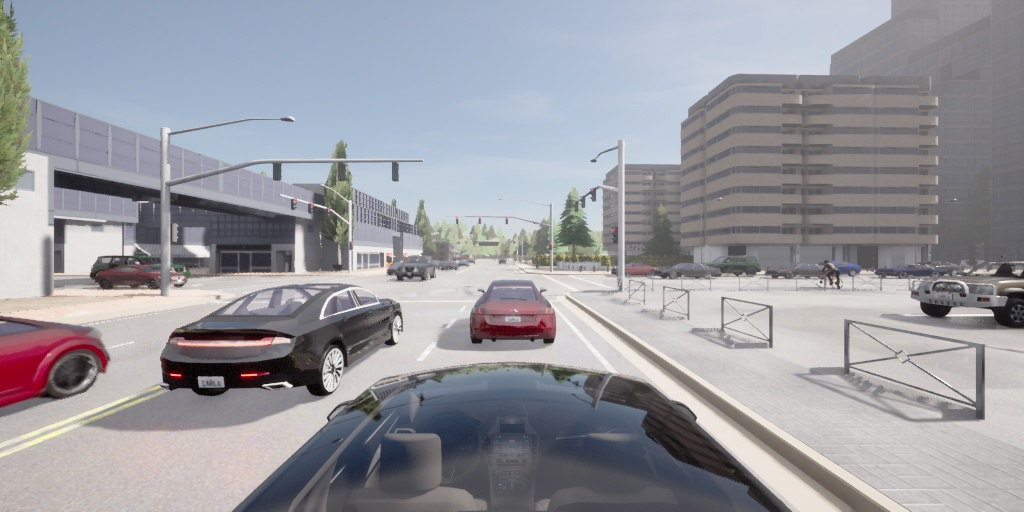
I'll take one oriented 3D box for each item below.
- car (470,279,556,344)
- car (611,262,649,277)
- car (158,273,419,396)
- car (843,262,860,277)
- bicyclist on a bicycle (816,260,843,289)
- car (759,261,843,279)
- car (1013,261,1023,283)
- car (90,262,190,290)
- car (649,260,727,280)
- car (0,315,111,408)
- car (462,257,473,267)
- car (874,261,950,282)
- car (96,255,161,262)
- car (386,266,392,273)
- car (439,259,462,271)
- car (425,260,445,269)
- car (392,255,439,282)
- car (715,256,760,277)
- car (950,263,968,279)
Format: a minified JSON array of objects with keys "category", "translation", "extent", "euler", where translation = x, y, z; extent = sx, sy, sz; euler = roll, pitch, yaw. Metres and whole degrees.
[{"category":"car","translation":[0.010,1.314,9.623],"extent":[1.994,1.385,4.181],"euler":[0,0,0]},{"category":"car","translation":[11.742,1.314,34.576],"extent":[4.181,1.385,1.994],"euler":[0,0,-2]},{"category":"car","translation":[-3.475,1.242,6.564],"extent":[2.128,1.511,4.902],"euler":[0,0,0]},{"category":"car","translation":[31.111,1.228,35.150],"extent":[5.008,1.535,1.882],"euler":[0,0,-2]},{"category":"bicyclist on a bicycle","translation":[17.925,1.052,20.271],"extent":[0.582,1.620,1.656],"euler":[0,0,-2]},{"category":"car","translation":[25.302,1.297,31.479],"extent":[5.357,1.411,2.033],"euler":[0,0,-2]},{"category":"car","translation":[43.298,1.314,28.363],"extent":[4.181,1.385,1.994],"euler":[0,0,-1]},{"category":"car","translation":[-22.890,1.276,22.183],"extent":[4.674,1.442,1.812],"euler":[0,0,0]},{"category":"car","translation":[15.232,1.297,31.179],"extent":[5.357,1.411,2.033],"euler":[0,0,-2]},{"category":"car","translation":[-7.127,1.314,3.683],"extent":[1.994,1.385,4.181],"euler":[0,0,0]},{"category":"car","translation":[-8.752,1.297,64.556],"extent":[2.033,1.411,5.357],"euler":[0,0,-1]},{"category":"car","translation":[35.165,1.351,31.761],"extent":[4.718,1.301,1.895],"euler":[0,0,-2]},{"category":"car","translation":[-26.447,0.971,25.579],"extent":[5.566,2.045,2.150],"euler":[0,0,-1]},{"category":"car","translation":[-11.505,1.297,37.527],"extent":[2.033,1.411,5.357],"euler":[0,0,-2]},{"category":"car","translation":[-8.369,1.314,48.935],"extent":[1.994,1.385,4.181],"euler":[0,0,-2]},{"category":"car","translation":[-12.069,1.298,56.509],"extent":[2.033,1.411,5.357],"euler":[0,0,-1]},{"category":"car","translation":[-7.708,0.970,29.261],"extent":[2.150,2.045,5.566],"euler":[0,0,-2]},{"category":"car","translation":[21.085,0.971,34.857],"extent":[5.566,2.045,2.150],"euler":[0,0,-2]},{"category":"car","translation":[41.227,1.255,35.414],"extent":[4.892,1.490,1.837],"euler":[0,0,-1]}]
